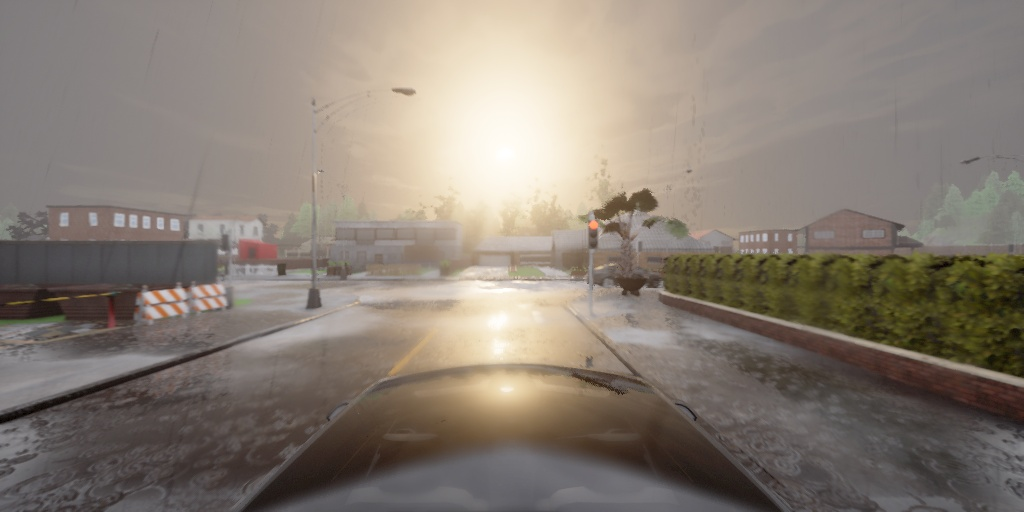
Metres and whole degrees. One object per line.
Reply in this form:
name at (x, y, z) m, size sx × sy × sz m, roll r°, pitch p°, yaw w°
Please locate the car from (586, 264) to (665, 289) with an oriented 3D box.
car at (6.914, 1.227, 21.423) m, size 4.892 × 1.490 × 1.837 m, roll 1°, pitch 0°, yaw 0°
